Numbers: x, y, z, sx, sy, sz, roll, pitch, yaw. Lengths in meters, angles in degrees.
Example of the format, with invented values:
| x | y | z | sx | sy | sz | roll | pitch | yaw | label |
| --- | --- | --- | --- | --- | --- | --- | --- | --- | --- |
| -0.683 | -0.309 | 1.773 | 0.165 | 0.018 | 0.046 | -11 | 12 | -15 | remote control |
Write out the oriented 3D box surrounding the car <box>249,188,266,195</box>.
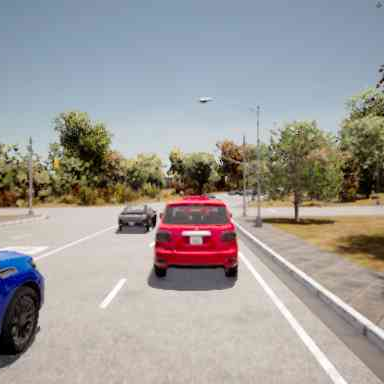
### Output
| x | y | z | sx | sy | sz | roll | pitch | yaw | label |
| --- | --- | --- | --- | --- | --- | --- | --- | --- | --- |
| 17.446 | -0.085 | 86.480 | 2.150 | 2.045 | 5.566 | 0 | 3 | 33 | car |

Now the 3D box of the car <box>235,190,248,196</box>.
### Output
| x | y | z | sx | sy | sz | roll | pitch | yaw | label |
| --- | --- | --- | --- | --- | --- | --- | --- | --- | --- |
| 14.129 | 0.256 | 87.759 | 2.128 | 1.511 | 4.902 | 0 | 3 | 33 | car |

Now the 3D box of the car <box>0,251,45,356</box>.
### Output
| x | y | z | sx | sy | sz | roll | pitch | yaw | label |
| --- | --- | --- | --- | --- | --- | --- | --- | --- | --- |
| -3.400 | 1.223 | 2.896 | 2.150 | 2.045 | 5.566 | 0 | 0 | 0 | car |

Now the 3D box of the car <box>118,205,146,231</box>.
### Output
| x | y | z | sx | sy | sz | roll | pitch | yaw | label |
| --- | --- | --- | --- | --- | --- | --- | --- | --- | --- |
| -3.253 | 1.527 | 20.641 | 2.128 | 1.511 | 4.902 | 0 | 0 | 1 | car |

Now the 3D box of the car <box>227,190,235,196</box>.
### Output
| x | y | z | sx | sy | sz | roll | pitch | yaw | label |
| --- | --- | --- | --- | --- | --- | --- | --- | --- | --- |
| 10.983 | 0.301 | 89.321 | 1.994 | 1.385 | 4.181 | 0 | 3 | 30 | car |

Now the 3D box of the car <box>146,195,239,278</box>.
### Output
| x | y | z | sx | sy | sz | roll | pitch | yaw | label |
| --- | --- | --- | --- | --- | --- | --- | --- | --- | --- |
| 0.114 | 1.226 | 10.347 | 2.150 | 2.045 | 5.566 | 0 | 0 | 0 | car |

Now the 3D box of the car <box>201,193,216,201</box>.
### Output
| x | y | z | sx | sy | sz | roll | pitch | yaw | label |
| --- | --- | --- | --- | --- | --- | --- | --- | --- | --- |
| 3.801 | 1.146 | 75.469 | 1.812 | 1.442 | 4.674 | 0 | 2 | 23 | car |
